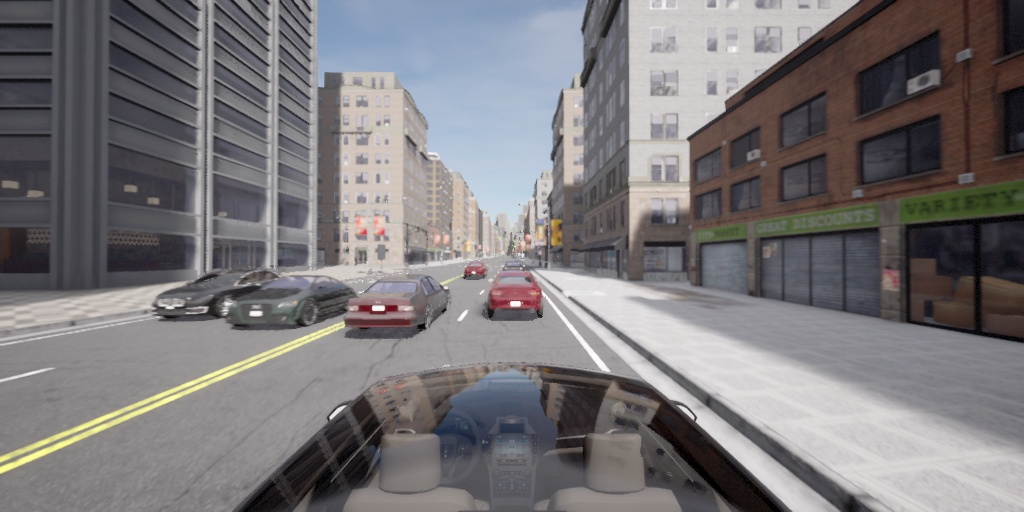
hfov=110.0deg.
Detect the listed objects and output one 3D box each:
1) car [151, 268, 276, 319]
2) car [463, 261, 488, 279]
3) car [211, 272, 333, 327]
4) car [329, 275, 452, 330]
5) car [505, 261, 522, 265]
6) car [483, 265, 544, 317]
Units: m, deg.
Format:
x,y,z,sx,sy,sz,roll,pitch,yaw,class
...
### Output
x,y,z,sx,sy,sz,roll,pitch,yaw,class
-9.842,1.223,12.748,1.837,1.490,4.892,0,0,0,car
-3.129,1.185,31.625,1.812,1.442,4.674,0,0,0,car
-6.595,1.287,11.225,1.994,1.385,4.181,0,0,0,car
-3.145,1.272,10.943,2.033,1.411,5.357,0,0,0,car
0.118,1.154,30.768,2.128,1.511,4.902,0,0,0,car
0.108,1.244,12.974,1.812,1.442,4.674,0,0,0,car
